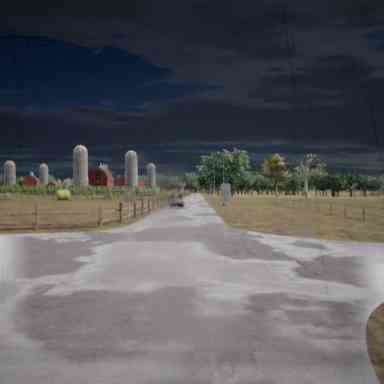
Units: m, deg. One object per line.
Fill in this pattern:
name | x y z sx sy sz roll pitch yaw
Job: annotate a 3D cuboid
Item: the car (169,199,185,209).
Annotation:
car | -1.895 1.542 43.600 1.895 1.301 4.718 0 0 1
